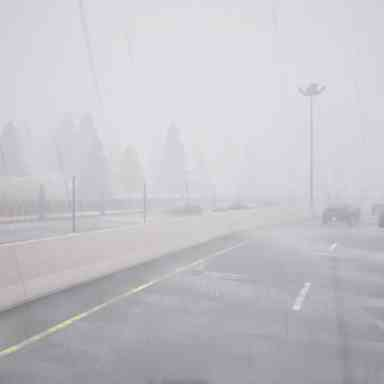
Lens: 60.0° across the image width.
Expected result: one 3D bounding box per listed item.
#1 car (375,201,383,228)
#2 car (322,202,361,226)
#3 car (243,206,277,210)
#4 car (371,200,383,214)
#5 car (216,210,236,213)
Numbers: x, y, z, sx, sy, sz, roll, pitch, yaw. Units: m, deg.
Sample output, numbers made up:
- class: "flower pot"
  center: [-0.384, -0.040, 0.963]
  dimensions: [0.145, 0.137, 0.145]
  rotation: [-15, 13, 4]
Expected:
- class: "car"
  center: [13.447, 1.513, 21.649]
  dimensions: [1.837, 1.490, 4.892]
  rotation: [0, -1, 36]
- class: "car"
  center: [10.831, 1.515, 23.956]
  dimensions: [1.837, 1.490, 4.892]
  rotation: [0, 0, 36]
- class: "car"
  center: [6.777, 1.574, 30.494]
  dimensions: [1.994, 1.385, 4.181]
  rotation: [0, 0, 39]
- class: "car"
  center: [20.225, 1.544, 34.710]
  dimensions: [1.812, 1.442, 4.674]
  rotation: [0, 0, 45]
- class: "car"
  center: [3.681, 1.535, 32.222]
  dimensions: [1.812, 1.442, 4.674]
  rotation: [0, 0, 38]
